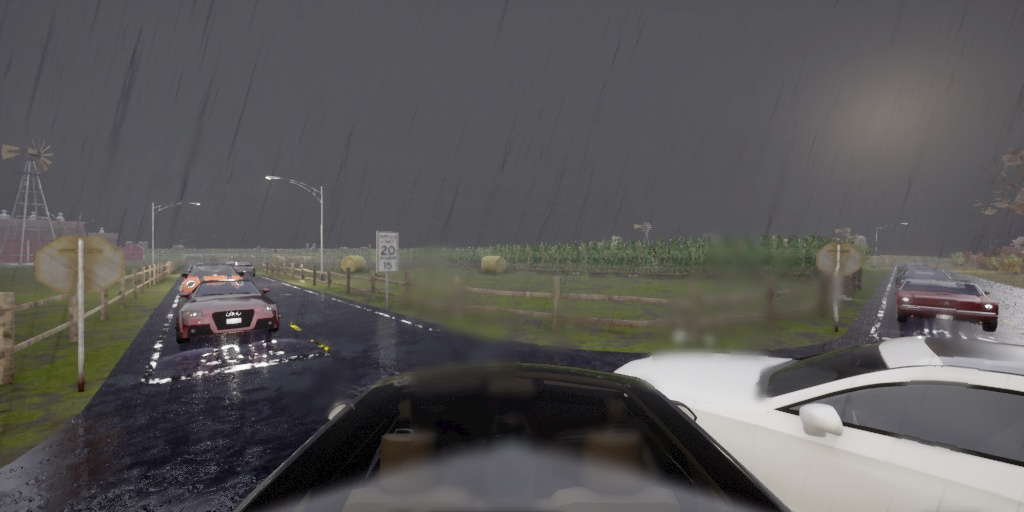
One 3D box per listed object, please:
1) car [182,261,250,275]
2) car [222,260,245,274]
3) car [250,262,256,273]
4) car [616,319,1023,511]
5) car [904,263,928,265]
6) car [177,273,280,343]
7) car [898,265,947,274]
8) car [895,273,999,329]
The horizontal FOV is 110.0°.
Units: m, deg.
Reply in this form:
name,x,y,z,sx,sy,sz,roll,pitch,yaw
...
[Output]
name,x,y,z,sx,sy,sz,roll,pitch,yaw
car,-13.672,1.136,16.449,2.097,1.767,4.553,0,0,-42
car,-33.583,1.293,43.193,1.837,1.490,4.892,0,0,-41
car,-26.883,1.274,35.716,2.128,1.511,4.902,0,0,-41
car,2.844,1.293,2.333,1.812,1.442,4.674,0,1,-44
car,27.416,1.391,24.144,4.181,1.385,1.994,0,1,-43
car,-7.914,1.353,9.950,1.994,1.385,4.181,0,0,-42
car,20.644,1.355,17.909,5.357,1.411,2.033,0,1,-43
car,13.548,1.393,11.365,4.718,1.301,1.895,0,1,-43
